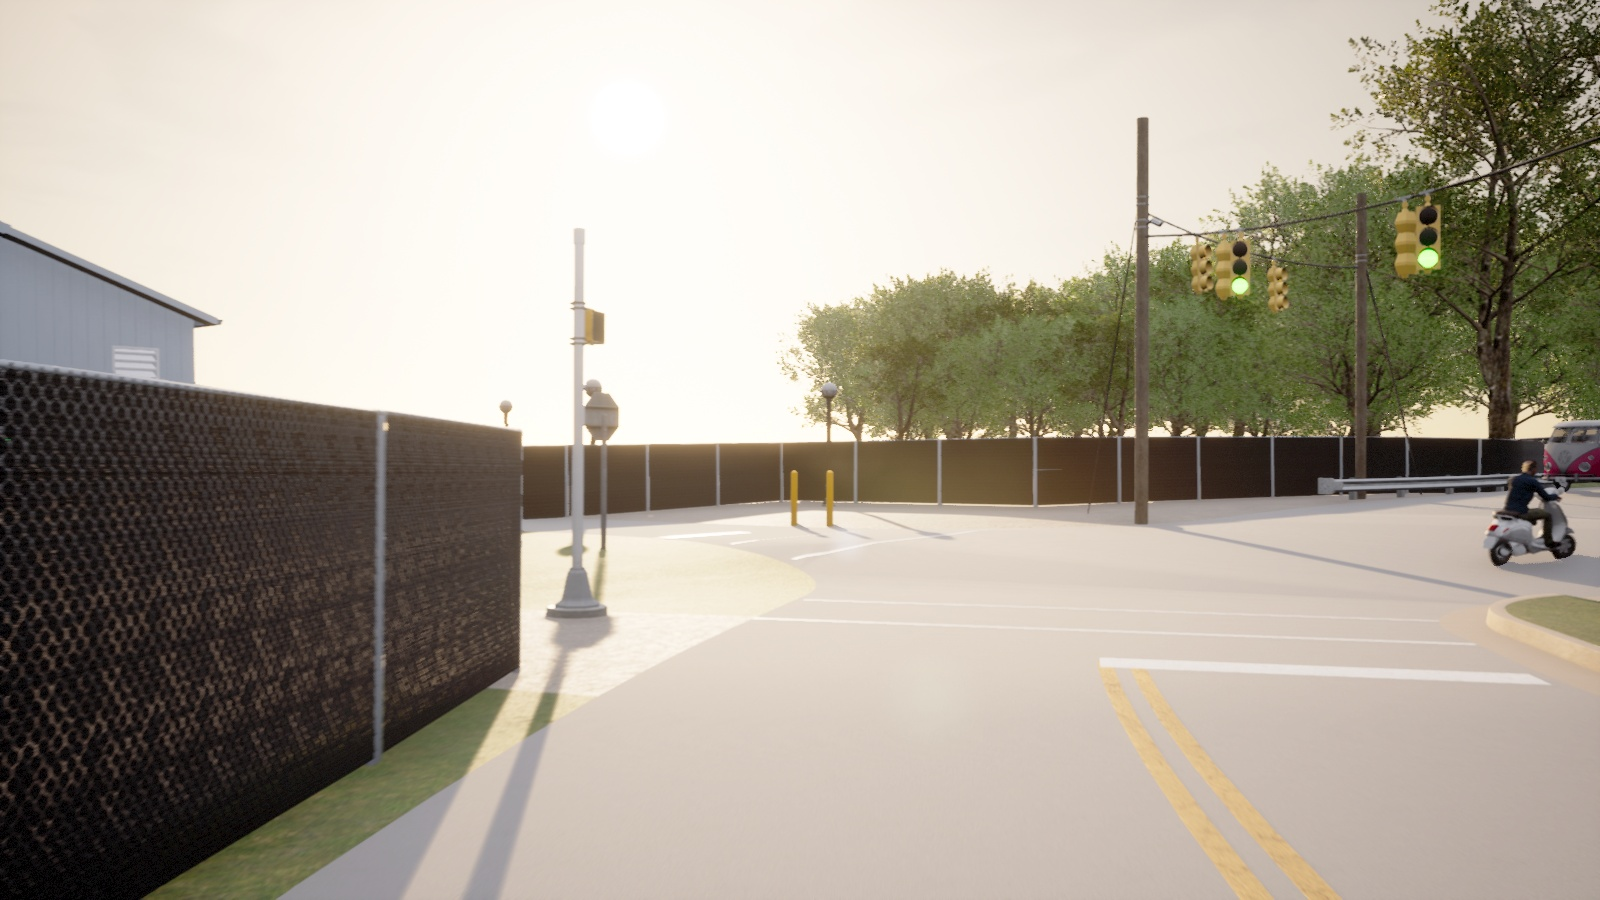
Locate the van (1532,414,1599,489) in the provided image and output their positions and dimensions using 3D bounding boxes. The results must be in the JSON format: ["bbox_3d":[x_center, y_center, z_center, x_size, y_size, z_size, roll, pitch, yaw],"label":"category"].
[{"bbox_3d":[22.701,-0.027,34.835,4.442,1.987,1.775,-2,0,-23],"label":"van"}]

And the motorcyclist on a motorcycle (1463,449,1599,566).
[{"bbox_3d":[11.278,0.858,19.363,1.817,1.590,0.866,-3,4,-20],"label":"motorcyclist on a motorcycle"}]
